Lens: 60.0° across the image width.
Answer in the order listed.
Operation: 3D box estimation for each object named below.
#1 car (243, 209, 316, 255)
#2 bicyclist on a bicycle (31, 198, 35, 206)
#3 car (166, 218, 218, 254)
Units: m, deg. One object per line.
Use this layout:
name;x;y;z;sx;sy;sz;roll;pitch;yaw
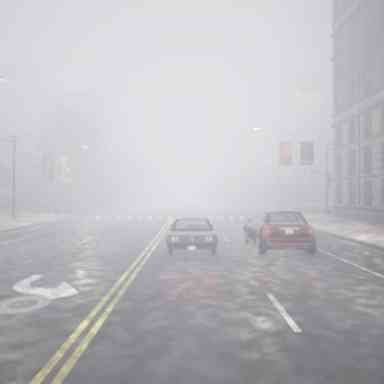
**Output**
car;3.500;1.480;14.085;2.097;1.767;4.553;0;-1;0
bicyclist on a bicycle;-31.499;1.906;65.995;0.582;1.620;1.656;0;0;0
car;-0.001;1.731;14.102;1.895;1.301;4.718;0;0;0
